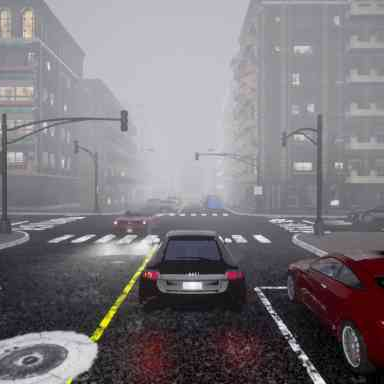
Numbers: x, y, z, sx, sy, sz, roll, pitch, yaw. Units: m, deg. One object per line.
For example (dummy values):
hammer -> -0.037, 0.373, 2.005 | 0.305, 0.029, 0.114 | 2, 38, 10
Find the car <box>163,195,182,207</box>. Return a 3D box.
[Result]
car -> -3.049, 1.411, 51.986 | 2.097, 1.767, 4.553 | 0, 0, 0

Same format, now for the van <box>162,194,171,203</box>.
van -> -5.782, 1.478, 76.397 | 1.690, 1.788, 3.998 | -1, 0, 0

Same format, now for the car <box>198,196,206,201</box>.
car -> 2.830, 1.769, 92.895 | 1.947, 1.339, 4.313 | -1, 0, 0

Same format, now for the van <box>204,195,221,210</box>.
van -> 2.847, 1.382, 43.228 | 1.690, 1.788, 3.998 | -1, 0, 0

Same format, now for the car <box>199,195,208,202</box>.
car -> 2.797, 1.597, 81.850 | 1.967, 1.590, 4.097 | -1, 0, 0

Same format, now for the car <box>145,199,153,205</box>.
car -> -5.801, 1.634, 48.782 | 1.802, 1.307, 4.206 | -1, 0, 0

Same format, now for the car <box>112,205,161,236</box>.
car -> -3.084, 1.608, 18.682 | 1.895, 1.301, 4.718 | 0, 0, 0

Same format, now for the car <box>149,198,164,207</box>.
car -> -5.796, 1.632, 54.304 | 1.947, 1.339, 4.313 | -1, 0, 0

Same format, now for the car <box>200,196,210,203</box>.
car -> 2.741, 1.662, 70.808 | 1.887, 1.381, 4.507 | -1, 0, 0

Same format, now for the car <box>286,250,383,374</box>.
car -> 2.797, 1.582, 5.326 | 1.802, 1.307, 4.206 | 0, 0, 0

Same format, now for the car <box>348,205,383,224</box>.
car -> 14.628, 1.727, 26.239 | 4.181, 1.385, 1.994 | 1, 0, 0

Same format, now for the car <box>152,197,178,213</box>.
car -> -2.992, 1.579, 37.922 | 2.033, 1.411, 5.357 | 0, 0, -2

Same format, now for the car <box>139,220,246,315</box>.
car -> 0.009, 1.564, 7.666 | 1.994, 1.385, 4.181 | 0, 0, 0

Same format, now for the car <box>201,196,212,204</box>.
car -> 2.735, 1.539, 65.287 | 1.967, 1.590, 4.097 | -1, 0, 0

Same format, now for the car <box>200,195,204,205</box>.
car -> 2.762, 1.367, 48.725 | 2.192, 1.841, 5.009 | -1, 0, 0
